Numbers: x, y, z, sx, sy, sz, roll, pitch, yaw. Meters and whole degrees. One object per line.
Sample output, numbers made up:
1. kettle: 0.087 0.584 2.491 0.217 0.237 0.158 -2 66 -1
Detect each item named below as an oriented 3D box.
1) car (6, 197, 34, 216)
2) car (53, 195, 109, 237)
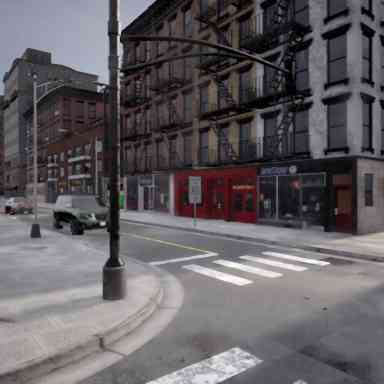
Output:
1. car: -16.501 1.297 32.080 2.097 1.767 4.553 0 0 -37
2. car: -6.047 1.196 18.535 2.150 2.045 5.566 0 0 -37
